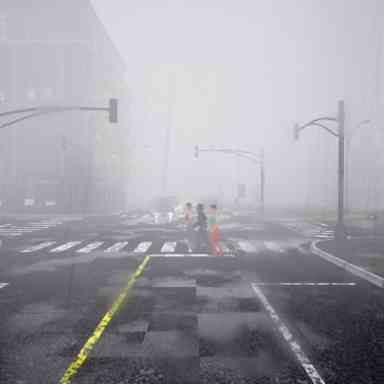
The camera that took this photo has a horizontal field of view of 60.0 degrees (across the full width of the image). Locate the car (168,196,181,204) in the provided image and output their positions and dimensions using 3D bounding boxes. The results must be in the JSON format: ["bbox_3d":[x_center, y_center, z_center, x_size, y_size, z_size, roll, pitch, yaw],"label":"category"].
[{"bbox_3d":[-3.137,1.504,60.698,1.994,1.385,4.181,0,0,0],"label":"car"}]

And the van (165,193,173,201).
[{"bbox_3d":[-5.798,1.236,83.221,1.690,1.788,3.998,-1,0,0],"label":"van"}]

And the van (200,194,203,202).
[{"bbox_3d":[2.581,1.290,55.032,1.690,1.788,3.998,-1,0,0],"label":"van"}]

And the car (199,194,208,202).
[{"bbox_3d":[2.563,1.348,77.615,1.967,1.590,4.097,-1,0,0],"label":"car"}]

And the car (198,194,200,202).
[{"bbox_3d":[2.577,1.485,60.678,1.887,1.381,4.507,-1,0,0],"label":"car"}]

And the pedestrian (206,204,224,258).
[{"bbox_3d":[0.775,1.290,11.231,0.375,1.860,0.375,-1,1,0],"label":"pedestrian"}]

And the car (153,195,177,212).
[{"bbox_3d":[-3.140,1.449,39.316,1.882,1.535,5.008,0,0,0],"label":"car"}]

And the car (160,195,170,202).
[{"bbox_3d":[-5.783,1.464,71.927,1.887,1.381,4.507,-1,0,0],"label":"car"}]

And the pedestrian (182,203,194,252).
[{"bbox_3d":[-0.060,1.289,12.432,0.375,1.860,0.375,-1,1,0],"label":"pedestrian"}]

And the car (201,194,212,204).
[{"bbox_3d":[2.595,1.405,43.740,1.967,1.590,4.097,-1,0,0],"label":"car"}]

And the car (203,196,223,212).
[{"bbox_3d":[2.603,1.518,38.095,1.887,1.381,4.507,-1,0,0],"label":"car"}]

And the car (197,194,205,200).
[{"bbox_3d":[2.575,1.307,94.553,1.967,1.590,4.097,-1,0,0],"label":"car"}]

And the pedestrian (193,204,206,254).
[{"bbox_3d":[0.343,1.290,11.837,0.375,1.860,0.375,-1,1,0],"label":"pedestrian"}]

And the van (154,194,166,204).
[{"bbox_3d":[-5.773,1.281,60.635,1.690,1.788,3.998,-1,0,0],"label":"van"}]

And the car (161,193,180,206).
[{"bbox_3d":[-3.147,1.310,49.412,2.097,1.767,4.553,0,0,0],"label":"car"}]

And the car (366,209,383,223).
[{"bbox_3d":[14.823,1.604,23.737,4.181,1.385,1.994,0,1,1],"label":"car"}]

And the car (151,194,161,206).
[{"bbox_3d":[-5.763,1.515,54.990,1.947,1.339,4.313,-1,0,0],"label":"car"}]
